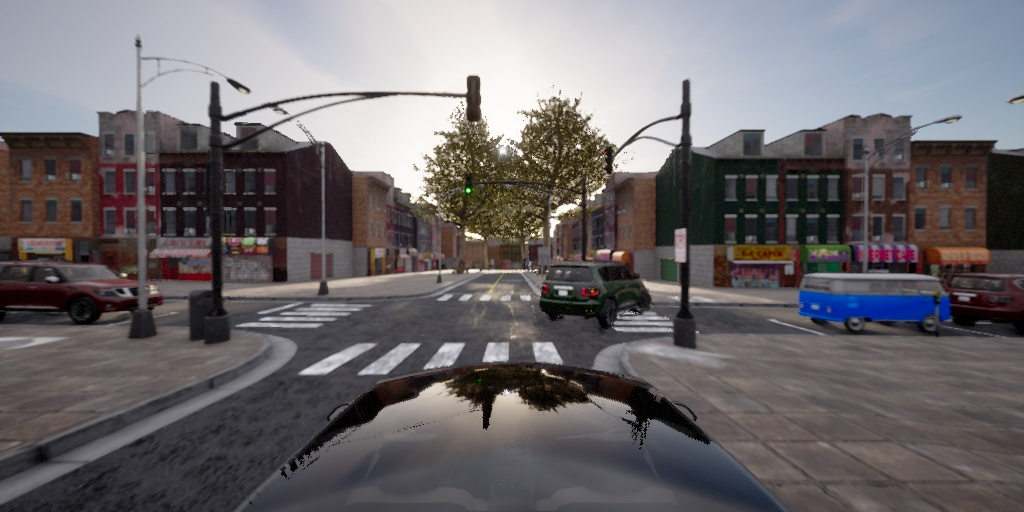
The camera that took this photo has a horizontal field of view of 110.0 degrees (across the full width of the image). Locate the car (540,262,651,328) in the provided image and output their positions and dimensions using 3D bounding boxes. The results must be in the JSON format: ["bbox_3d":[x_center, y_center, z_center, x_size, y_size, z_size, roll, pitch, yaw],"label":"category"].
[{"bbox_3d":[3.172,1.222,13.087,2.150,2.045,5.566,0,0,37],"label":"car"}]

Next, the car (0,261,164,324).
[{"bbox_3d":[-14.599,1.113,11.765,5.009,1.841,2.192,0,0,0],"label":"car"}]

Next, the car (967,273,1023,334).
[{"bbox_3d":[17.165,1.512,11.737,5.009,1.841,2.192,0,0,0],"label":"car"}]

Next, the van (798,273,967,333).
[{"bbox_3d":[11.760,1.467,11.742,3.998,1.789,1.690,0,0,0],"label":"van"}]
